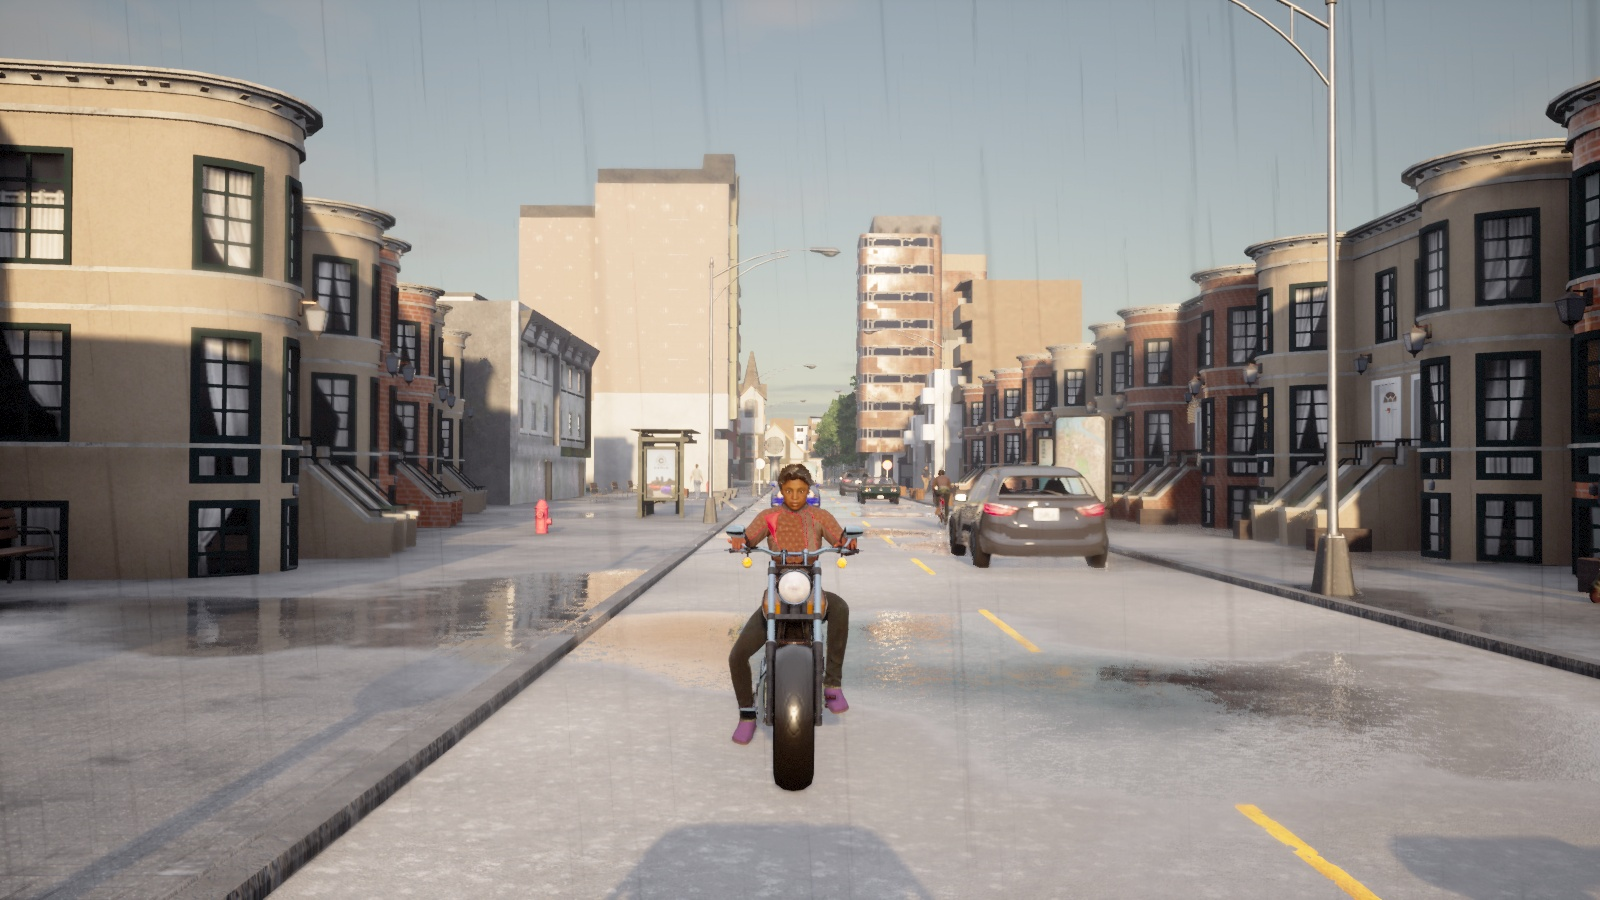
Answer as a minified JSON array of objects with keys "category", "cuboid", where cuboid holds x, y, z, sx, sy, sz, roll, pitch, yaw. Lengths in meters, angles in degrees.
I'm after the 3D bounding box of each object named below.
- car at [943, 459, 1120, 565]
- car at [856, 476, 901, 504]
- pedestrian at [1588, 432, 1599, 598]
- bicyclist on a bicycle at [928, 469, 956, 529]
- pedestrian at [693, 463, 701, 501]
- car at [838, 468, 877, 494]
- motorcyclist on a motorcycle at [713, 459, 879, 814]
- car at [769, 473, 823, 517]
[{"category":"car","cuboid":[3.927,1.015,22.193,2.242,1.667,4.611,0,-1,0]},{"category":"car","cuboid":[3.802,1.928,61.360,1.895,1.301,4.718,0,-1,0]},{"category":"pedestrian","cuboid":[9.059,0.718,13.739,0.370,1.835,0.726,0,-1,-3]},{"category":"bicyclist on a bicycle","cuboid":[3.888,1.329,34.436,0.582,1.620,1.656,0,-1,0]},{"category":"pedestrian","cuboid":[-5.111,1.592,62.543,0.354,1.836,0.706,0,-1,-1]},{"category":"car","cuboid":[3.707,2.013,81.740,2.242,1.667,4.611,0,-1,0]},{"category":"motorcyclist on a motorcycle","cuboid":[-0.025,0.883,7.031,0.766,1.649,2.350,0,-1,0]},{"category":"car","cuboid":[-0.145,1.580,44.831,1.816,1.474,4.193,0,-1,0]}]
